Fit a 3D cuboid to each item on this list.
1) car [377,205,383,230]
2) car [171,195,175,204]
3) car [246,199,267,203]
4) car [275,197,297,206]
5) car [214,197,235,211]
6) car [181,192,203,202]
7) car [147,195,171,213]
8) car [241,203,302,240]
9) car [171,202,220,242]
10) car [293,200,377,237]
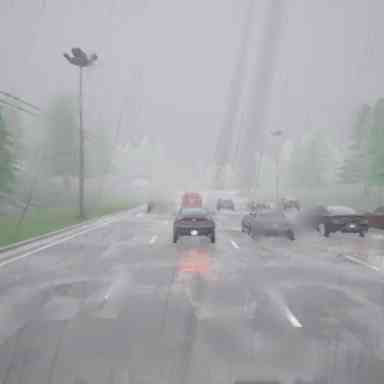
[{"bbox_3d":[10.594,1.364,17.256,1.882,1.535,5.008,0,0,0],"label":"car"},{"bbox_3d":[-3.476,1.167,47.540,1.882,1.535,5.008,0,0,1],"label":"car"},{"bbox_3d":[7.013,1.365,36.071,1.895,1.301,4.718,0,0,0],"label":"car"},{"bbox_3d":[10.516,1.266,36.758,1.837,1.490,4.892,0,1,0],"label":"car"},{"bbox_3d":[3.520,1.255,36.202,2.128,1.511,4.902,0,0,0],"label":"car"},{"bbox_3d":[-0.003,0.996,34.801,2.150,2.045,5.566,0,1,0],"label":"car"},{"bbox_3d":[-3.495,1.281,34.377,1.837,1.490,4.892,0,1,0],"label":"car"},{"bbox_3d":[3.595,1.456,16.272,1.994,1.385,4.181,0,0,0],"label":"car"},{"bbox_3d":[0.094,1.399,15.728,1.837,1.490,4.892,0,0,0],"label":"car"},{"bbox_3d":[7.094,1.365,17.185,1.882,1.535,5.008,0,0,0],"label":"car"}]
